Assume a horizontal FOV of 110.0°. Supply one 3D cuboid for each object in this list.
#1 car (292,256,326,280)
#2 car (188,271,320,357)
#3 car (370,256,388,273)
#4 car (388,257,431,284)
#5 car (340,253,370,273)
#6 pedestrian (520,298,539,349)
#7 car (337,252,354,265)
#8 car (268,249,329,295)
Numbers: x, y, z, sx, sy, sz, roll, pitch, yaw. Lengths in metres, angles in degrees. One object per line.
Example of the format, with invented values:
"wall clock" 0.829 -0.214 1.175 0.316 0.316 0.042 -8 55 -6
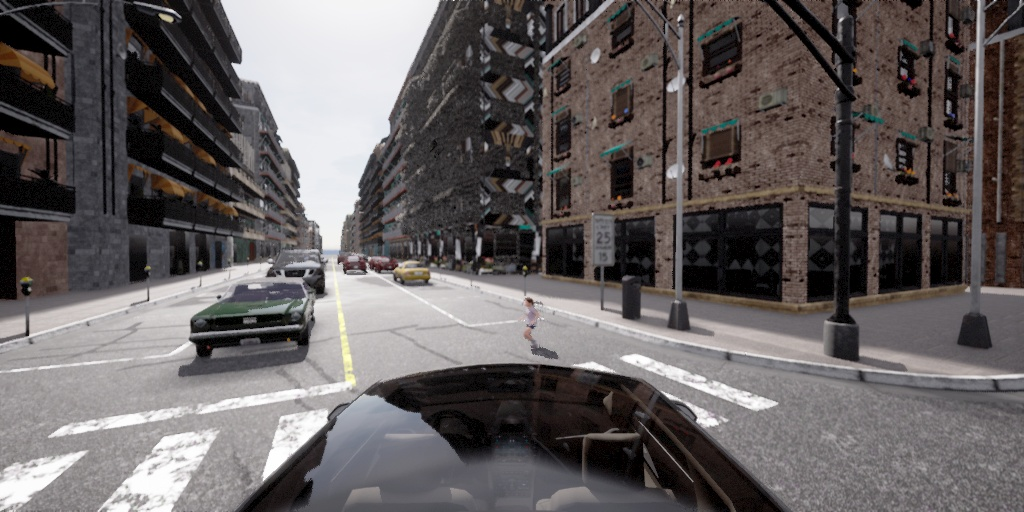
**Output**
"car" -14.757 0.804 26.311 1.882 1.535 5.008 0 1 -26
"car" -5.812 1.227 8.558 1.895 1.301 4.718 0 1 -27
"car" -11.394 0.776 32.500 1.888 1.381 4.507 0 0 -27
"car" -6.373 0.921 22.544 1.751 1.417 4.829 0 0 -27
"car" -14.349 0.753 32.626 1.812 1.442 4.674 0 1 -27
"pedestrian" 0.399 1.329 7.306 0.500 1.100 0.500 0 1 -27
"car" -24.069 0.280 51.874 2.097 1.767 4.553 0 1 -27
"car" -10.254 0.695 17.372 2.150 2.045 5.566 0 1 -26
